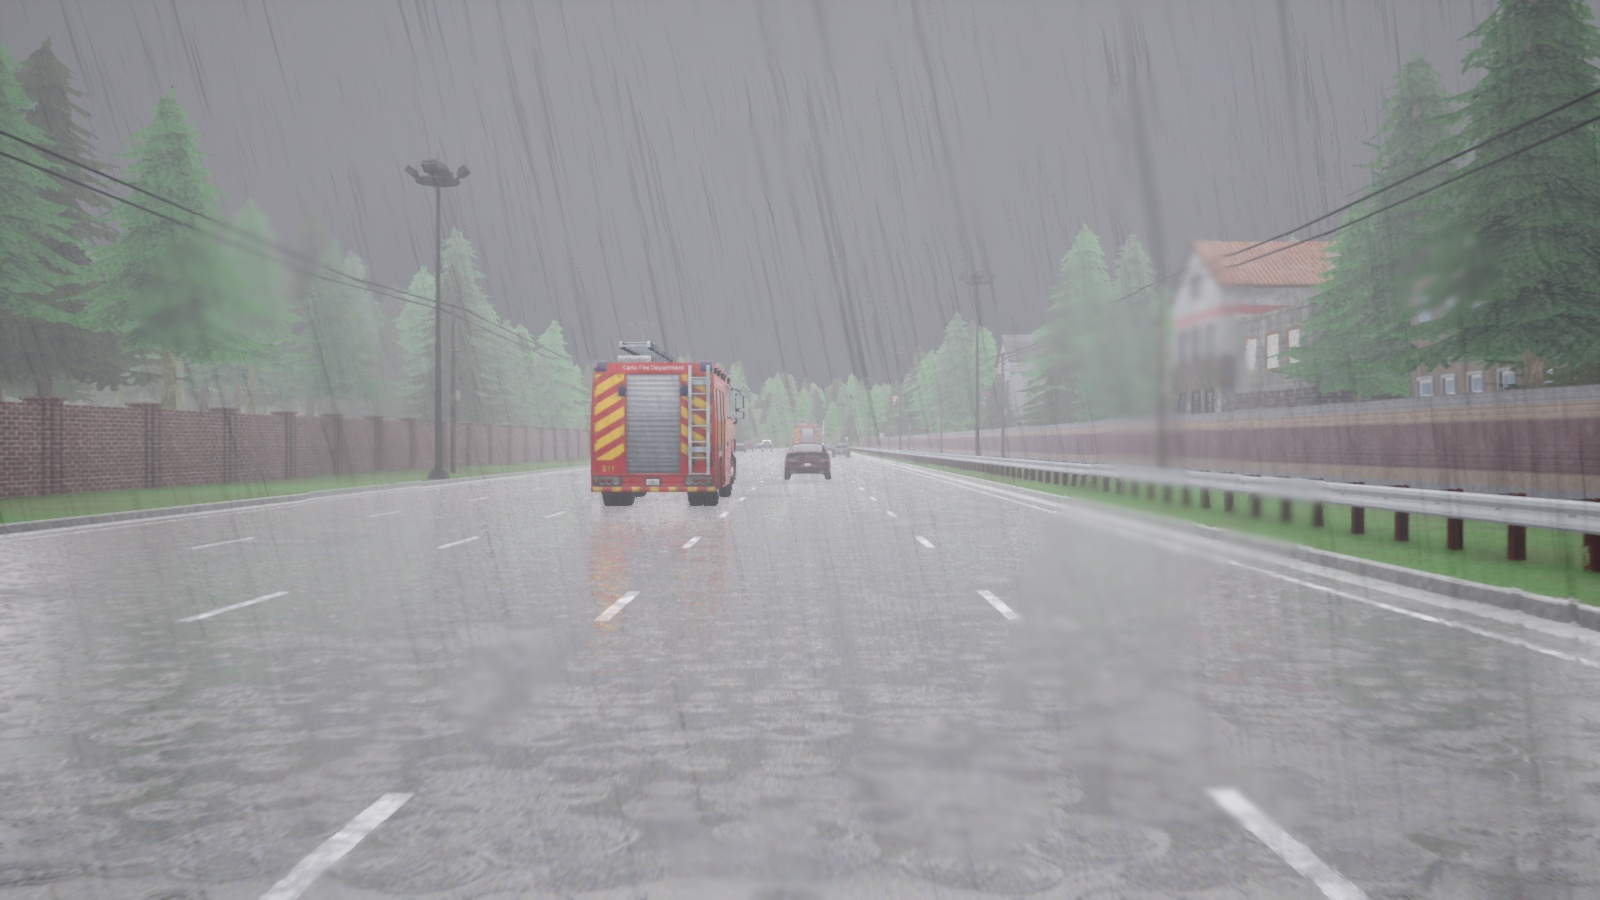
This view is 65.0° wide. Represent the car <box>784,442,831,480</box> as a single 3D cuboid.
[{"bbox_3d":[0.318,0.426,52.954,1.882,1.535,5.008,0,0,0],"label":"car"}]

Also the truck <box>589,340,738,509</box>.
[{"bbox_3d":[-3.298,-0.605,32.657,2.891,3.827,8.468,0,0,0],"label":"truck"}]
